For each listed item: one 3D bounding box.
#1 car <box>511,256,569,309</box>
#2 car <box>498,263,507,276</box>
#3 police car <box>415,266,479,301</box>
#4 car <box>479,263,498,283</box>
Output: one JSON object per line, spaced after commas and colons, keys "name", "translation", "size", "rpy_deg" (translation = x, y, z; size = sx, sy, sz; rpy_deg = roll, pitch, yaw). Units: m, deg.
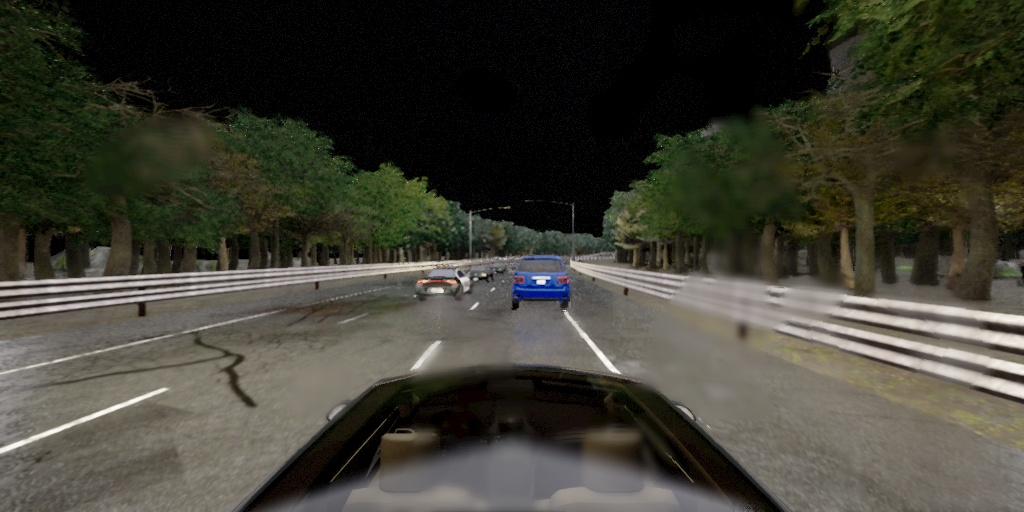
{"name": "car", "translation": [1.118, 1.010, 15.255], "size": [2.150, 2.045, 5.566], "rpy_deg": [0, 0, 2]}
{"name": "car", "translation": [-1.605, 1.444, 39.458], "size": [1.895, 1.301, 4.718], "rpy_deg": [0, 0, 6]}
{"name": "police car", "translation": [-3.129, 1.297, 17.766], "size": [2.038, 1.542, 4.974], "rpy_deg": [0, 0, 2]}
{"name": "car", "translation": [-2.512, 1.418, 28.637], "size": [1.895, 1.301, 4.718], "rpy_deg": [0, 0, 4]}
